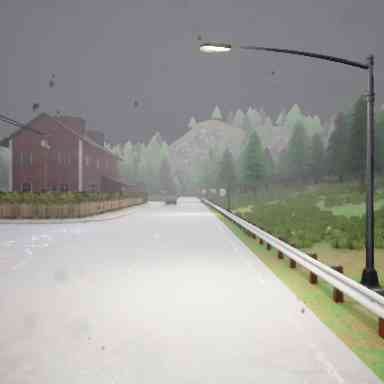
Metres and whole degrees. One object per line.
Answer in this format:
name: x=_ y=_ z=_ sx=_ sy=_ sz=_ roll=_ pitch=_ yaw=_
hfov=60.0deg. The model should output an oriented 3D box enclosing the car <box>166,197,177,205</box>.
car: x=-3.500 y=1.601 z=57.663 sx=2.033 sy=1.411 sz=5.357 roll=0 pitch=0 yaw=0
